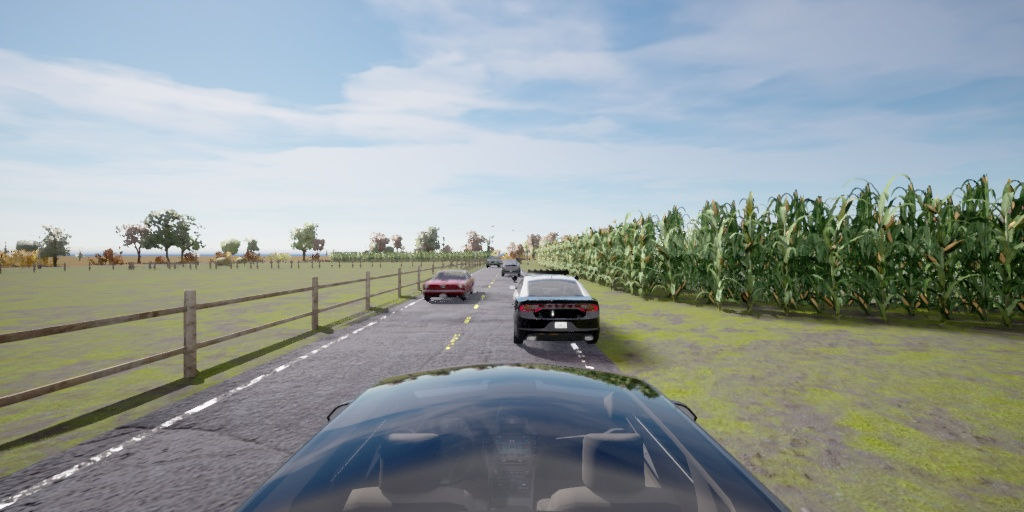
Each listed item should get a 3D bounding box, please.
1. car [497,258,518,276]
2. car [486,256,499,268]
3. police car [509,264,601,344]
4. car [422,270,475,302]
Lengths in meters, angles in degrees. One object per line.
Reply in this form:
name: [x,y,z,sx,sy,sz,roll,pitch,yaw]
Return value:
car: [-0.089,1.241,36.711,2.128,1.511,4.902,0,0,0]
car: [-3.122,0.977,60.316,2.150,2.045,5.566,0,0,0]
police car: [0.959,1.175,9.732,1.930,1.638,5.238,0,0,0]
car: [-2.899,1.350,17.214,1.895,1.301,4.718,0,0,0]
